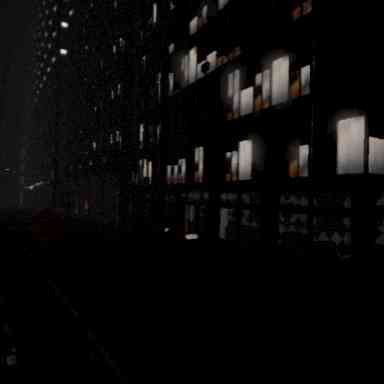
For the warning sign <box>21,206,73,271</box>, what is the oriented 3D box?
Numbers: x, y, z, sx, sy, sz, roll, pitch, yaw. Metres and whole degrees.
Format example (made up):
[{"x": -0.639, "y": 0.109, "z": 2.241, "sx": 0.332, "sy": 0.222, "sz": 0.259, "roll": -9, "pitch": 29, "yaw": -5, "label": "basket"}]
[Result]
[{"x": -4.593, "y": 1.399, "z": 10.511, "sx": 1.300, "sy": 1.860, "sz": 1.060, "roll": 3, "pitch": -2, "yaw": -31, "label": "warning sign"}]
